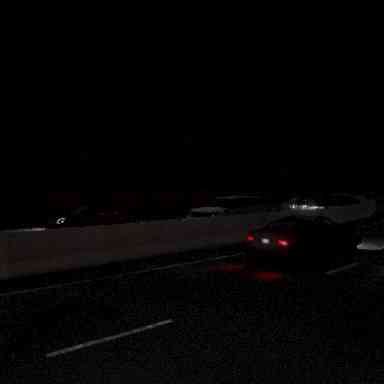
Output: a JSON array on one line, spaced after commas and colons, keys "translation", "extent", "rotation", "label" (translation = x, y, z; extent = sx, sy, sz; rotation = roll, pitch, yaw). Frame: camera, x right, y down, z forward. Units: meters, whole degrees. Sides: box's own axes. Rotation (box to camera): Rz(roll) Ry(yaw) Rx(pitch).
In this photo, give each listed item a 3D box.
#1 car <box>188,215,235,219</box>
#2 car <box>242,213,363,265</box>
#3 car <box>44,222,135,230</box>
[{"translation": [2.178, 1.227, 19.855], "extent": [5.566, 2.045, 2.150], "rotation": [0, 0, -44], "label": "car"}, {"translation": [4.110, 1.541, 11.811], "extent": [5.357, 1.411, 2.033], "rotation": [0, 0, -42], "label": "car"}, {"translation": [-5.398, 1.384, 17.802], "extent": [4.553, 1.767, 2.097], "rotation": [0, 0, -41], "label": "car"}]
